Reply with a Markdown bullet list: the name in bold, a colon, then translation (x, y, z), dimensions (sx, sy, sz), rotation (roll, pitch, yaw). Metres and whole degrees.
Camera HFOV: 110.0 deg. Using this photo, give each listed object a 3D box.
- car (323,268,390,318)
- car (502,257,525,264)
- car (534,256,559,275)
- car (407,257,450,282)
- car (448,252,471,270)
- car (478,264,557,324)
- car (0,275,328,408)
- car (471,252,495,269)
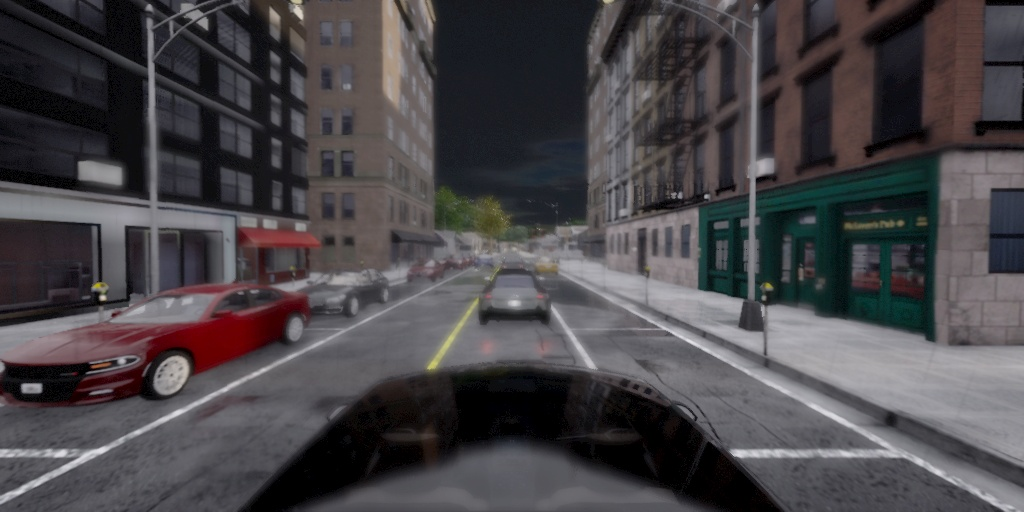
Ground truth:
- **car**: translation (-5.391, 1.083, 11.793), dimensions (2.007, 1.370, 4.403), rotation (0, 0, 0)
- **car**: translation (0.111, 0.770, 28.654), dimensions (1.895, 1.301, 4.718), rotation (0, 1, 0)
- **car**: translation (2.682, 0.702, 28.464), dimensions (1.751, 1.417, 4.829), rotation (0, 0, 0)
- **car**: translation (-5.375, 0.877, 22.799), dimensions (1.802, 1.307, 4.207), rotation (0, 0, 0)
- **car**: translation (-5.358, 0.498, 33.804), dimensions (1.967, 1.591, 4.097), rotation (0, 0, 0)
- **car**: translation (0.078, 1.113, 10.996), dimensions (1.994, 1.385, 4.181), rotation (0, 1, 0)
- **car**: translation (-5.400, 1.196, 6.291), dimensions (1.888, 1.381, 4.507), rotation (0, 0, 0)
- **car**: translation (-2.801, 0.518, 36.848), dimensions (1.812, 1.442, 4.674), rotation (0, 1, 0)
